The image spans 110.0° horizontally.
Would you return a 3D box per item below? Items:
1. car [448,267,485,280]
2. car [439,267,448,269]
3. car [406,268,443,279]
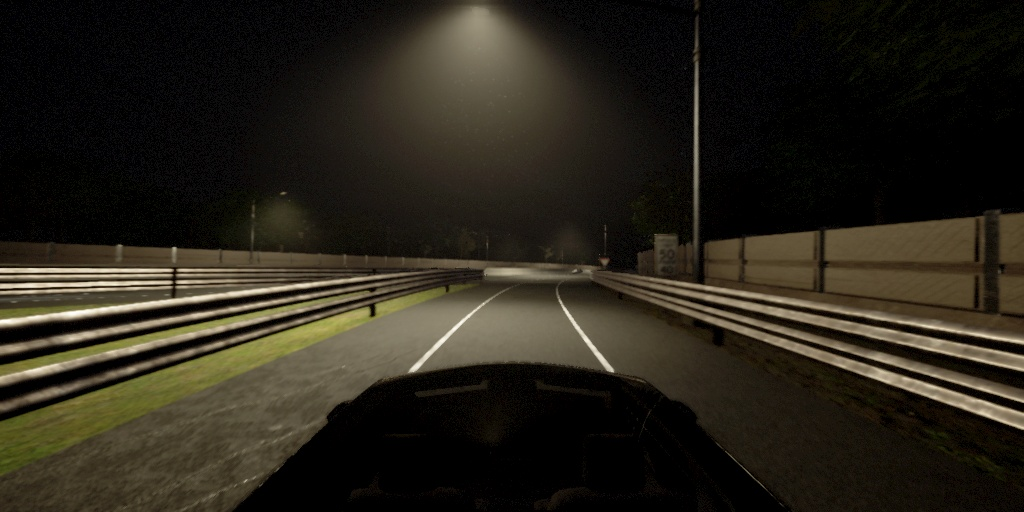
[{"bbox_3d":[-5.039,2.090,42.707,1.882,1.535,5.008,0,-2,29],"label":"car"},{"bbox_3d":[-8.110,2.108,44.387,1.882,1.535,5.008,0,-2,29],"label":"car"},{"bbox_3d":[-11.171,2.250,46.081,1.895,1.301,4.718,0,-2,29],"label":"car"}]
